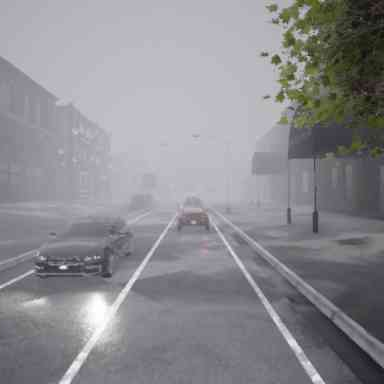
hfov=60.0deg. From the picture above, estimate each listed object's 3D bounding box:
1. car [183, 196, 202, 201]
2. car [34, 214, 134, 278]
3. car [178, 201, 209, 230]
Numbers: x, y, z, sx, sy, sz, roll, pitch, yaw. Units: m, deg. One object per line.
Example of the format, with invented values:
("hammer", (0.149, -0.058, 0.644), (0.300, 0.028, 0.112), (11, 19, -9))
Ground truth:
("car", (0.089, 1.296, 38.574), (2.097, 1.767, 4.553), (0, 0, 0))
("car", (-3.003, 1.497, 10.186), (1.837, 1.490, 4.892), (0, 0, 0))
("car", (0.094, 1.490, 20.635), (1.812, 1.442, 4.674), (0, 0, 0))
